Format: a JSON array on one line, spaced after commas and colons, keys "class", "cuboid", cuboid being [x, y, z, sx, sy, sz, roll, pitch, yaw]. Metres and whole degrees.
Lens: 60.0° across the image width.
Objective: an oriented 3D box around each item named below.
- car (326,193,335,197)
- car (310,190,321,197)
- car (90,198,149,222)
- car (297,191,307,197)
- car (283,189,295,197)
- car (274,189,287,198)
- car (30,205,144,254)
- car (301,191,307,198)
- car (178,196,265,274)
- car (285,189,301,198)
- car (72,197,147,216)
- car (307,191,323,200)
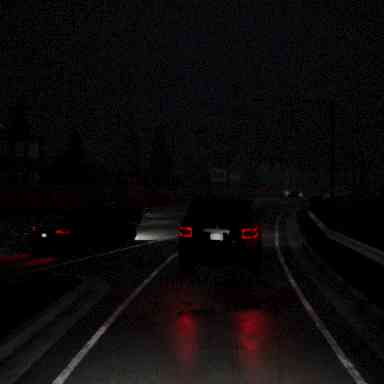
[{"class": "car", "cuboid": [36.496, 0.781, 87.630, 1.895, 1.301, 4.718, 0, 1, 29]}, {"class": "car", "cuboid": [32.798, 0.402, 88.154, 2.097, 1.767, 4.553, 0, 1, 29]}, {"class": "car", "cuboid": [-5.361, 1.269, 25.230, 1.812, 1.442, 4.674, 0, 1, 29]}, {"class": "car", "cuboid": [29.739, 0.526, 89.856, 1.837, 1.490, 4.892, 0, 1, 29]}, {"class": "car", "cuboid": [26.680, 0.230, 91.554, 2.150, 2.045, 5.566, 0, 1, 29]}, {"class": "car", "cuboid": [21.680, 0.742, 82.383, 2.128, 1.511, 4.902, 0, 1, 29]}, {"class": "car", "cuboid": [-4.050, 1.428, 13.022, 1.994, 1.385, 4.181, 0, 1, 29]}, {"class": "car", "cuboid": [28.012, 0.610, 79.372, 2.097, 1.767, 4.553, 0, 1, 29]}, {"class": "car", "cuboid": [1.071, 1.120, 10.511, 2.150, 2.045, 5.566, 0, 1, 11]}, {"class": "car", "cuboid": [24.753, 0.762, 80.709, 2.128, 1.511, 4.902, 0, 1, 29]}, {"class": "car", "cuboid": [-4.886, 1.159, 18.792, 2.097, 1.767, 4.553, 0, 1, 29]}, {"class": "car", "cuboid": [24.413, 0.954, 65.245, 1.994, 1.385, 4.181, 0, 1, 29]}]
